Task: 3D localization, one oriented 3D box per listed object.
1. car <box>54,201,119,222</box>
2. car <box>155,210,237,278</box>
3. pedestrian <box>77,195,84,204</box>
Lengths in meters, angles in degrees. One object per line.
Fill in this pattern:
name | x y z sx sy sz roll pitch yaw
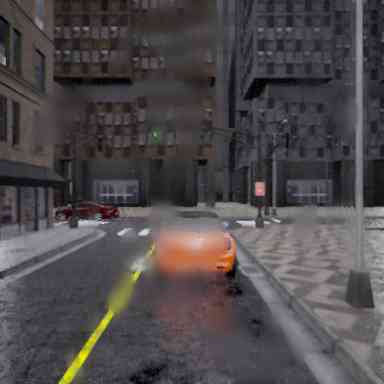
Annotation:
car | -8.209 1.492 25.842 5.008 1.535 1.882 0 -1 10
car | 0.097 1.355 10.331 2.097 1.767 4.553 0 0 0
pedestrian | -9.901 1.159 29.497 0.375 1.860 0.375 0 0 0
